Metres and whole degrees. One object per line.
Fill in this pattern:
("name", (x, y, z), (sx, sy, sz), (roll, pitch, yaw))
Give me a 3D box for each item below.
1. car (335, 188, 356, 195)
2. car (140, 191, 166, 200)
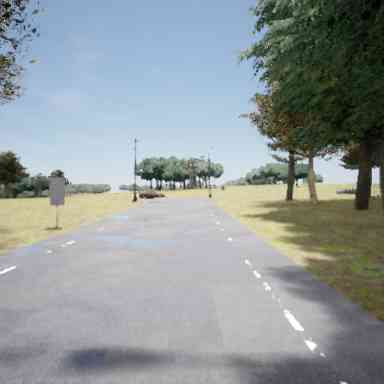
("car", (33.444, -0.042, 71.995), (4.902, 1.511, 2.128), (-1, -1, -1))
("car", (-7.609, 0.661, 64.354), (5.008, 1.535, 1.882), (0, 0, 0))
